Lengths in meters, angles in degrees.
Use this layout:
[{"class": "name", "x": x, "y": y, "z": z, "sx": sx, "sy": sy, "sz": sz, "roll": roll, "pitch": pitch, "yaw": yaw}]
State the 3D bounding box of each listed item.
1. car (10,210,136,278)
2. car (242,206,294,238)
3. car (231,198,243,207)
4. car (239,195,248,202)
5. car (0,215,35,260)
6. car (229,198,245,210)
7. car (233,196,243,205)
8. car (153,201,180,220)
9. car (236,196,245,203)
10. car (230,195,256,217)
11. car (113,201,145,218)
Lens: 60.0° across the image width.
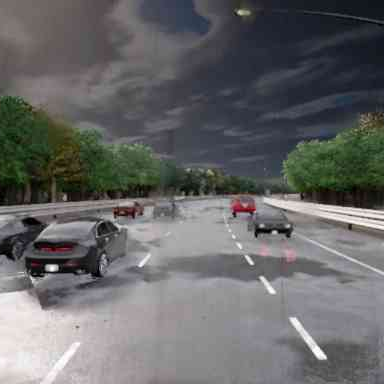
[{"class": "car", "x": -3.214, "y": 1.537, "z": 10.212, "sx": 1.837, "sy": 1.490, "sz": 4.892, "roll": 0, "pitch": 0, "yaw": 2}, {"class": "car", "x": 4.078, "y": 1.668, "z": 18.201, "sx": 1.895, "sy": 1.301, "sz": 4.718, "roll": 0, "pitch": 0, "yaw": 3}, {"class": "car", "x": 7.768, "y": 1.756, "z": 57.513, "sx": 2.033, "sy": 1.411, "sz": 5.357, "roll": 0, "pitch": 0, "yaw": 8}, {"class": "car", "x": 13.681, "y": 1.775, "z": 88.979, "sx": 2.033, "sy": 1.649, "sz": 4.856, "roll": 0, "pitch": 0, "yaw": 13}, {"class": "car", "x": -6.653, "y": 1.562, "z": 12.387, "sx": 1.812, "sy": 1.442, "sz": 4.674, "roll": 0, "pitch": 0, "yaw": 2}, {"class": "car", "x": 6.359, "y": 1.673, "z": 46.962, "sx": 2.163, "sy": 1.488, "sz": 4.792, "roll": 0, "pitch": 0, "yaw": 7}, {"class": "car", "x": 9.460, "y": 1.681, "z": 68.053, "sx": 2.033, "sy": 1.649, "sz": 4.856, "roll": 0, "pitch": 0, "yaw": 10}, {"class": "car", "x": -2.232, "y": 1.606, "z": 29.500, "sx": 1.837, "sy": 1.490, "sz": 4.892, "roll": 0, "pitch": 0, "yaw": 4}, {"class": "car", "x": 11.432, "y": 1.774, "z": 78.544, "sx": 1.882, "sy": 1.535, "sz": 5.008, "roll": 0, "pitch": 0, "yaw": 11}, {"class": "car", "x": 5.037, "y": 1.342, "z": 32.727, "sx": 2.150, "sy": 2.045, "sz": 5.566, "roll": 0, "pitch": 0, "yaw": 5}, {"class": "car", "x": -5.673, "y": 1.579, "z": 30.411, "sx": 1.882, "sy": 1.535, "sz": 5.008, "roll": 0, "pitch": 0, "yaw": 4}]
